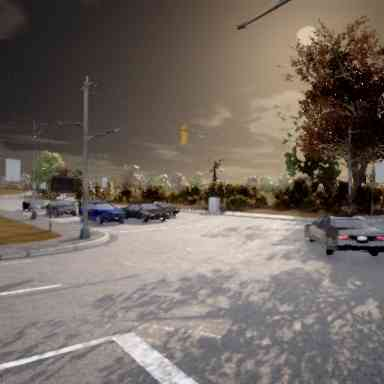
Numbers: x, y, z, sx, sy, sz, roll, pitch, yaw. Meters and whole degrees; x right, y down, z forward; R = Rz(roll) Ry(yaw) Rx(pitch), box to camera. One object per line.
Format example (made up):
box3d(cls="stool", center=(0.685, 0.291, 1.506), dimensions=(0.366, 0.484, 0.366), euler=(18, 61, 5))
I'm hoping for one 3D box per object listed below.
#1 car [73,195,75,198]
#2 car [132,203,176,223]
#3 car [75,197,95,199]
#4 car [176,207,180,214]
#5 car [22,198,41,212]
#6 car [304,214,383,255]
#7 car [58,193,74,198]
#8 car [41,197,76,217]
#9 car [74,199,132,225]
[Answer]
box3d(cls="car", center=(-17.165, 1.554, 54.714), dimensions=(2.128, 1.511, 4.902), euler=(0, 0, -39))
box3d(cls="car", center=(-3.906, 1.590, 26.674), dimensions=(2.033, 1.411, 5.357), euler=(0, 0, -39))
box3d(cls="car", center=(-9.912, 1.532, 34.160), dimensions=(2.128, 1.511, 4.902), euler=(0, 0, -39))
box3d(cls="car", center=(-3.256, 1.656, 31.816), dimensions=(1.895, 1.301, 4.718), euler=(0, 0, -39))
box3d(cls="car", center=(-18.932, 1.518, 39.827), dimensions=(2.128, 1.511, 4.902), euler=(0, 0, -38))
box3d(cls="car", center=(5.986, 1.592, 13.525), dimensions=(2.033, 1.411, 5.357), euler=(0, 0, 8))
box3d(cls="car", center=(-23.723, 1.281, 62.800), dimensions=(2.150, 2.045, 5.566), euler=(0, 0, -38))
box3d(cls="car", center=(-12.572, 1.534, 31.883), dimensions=(1.837, 1.490, 4.892), euler=(0, 0, -39))
box3d(cls="car", center=(-6.695, 1.508, 24.554), dimensions=(1.882, 1.535, 5.008), euler=(0, 0, -40))
